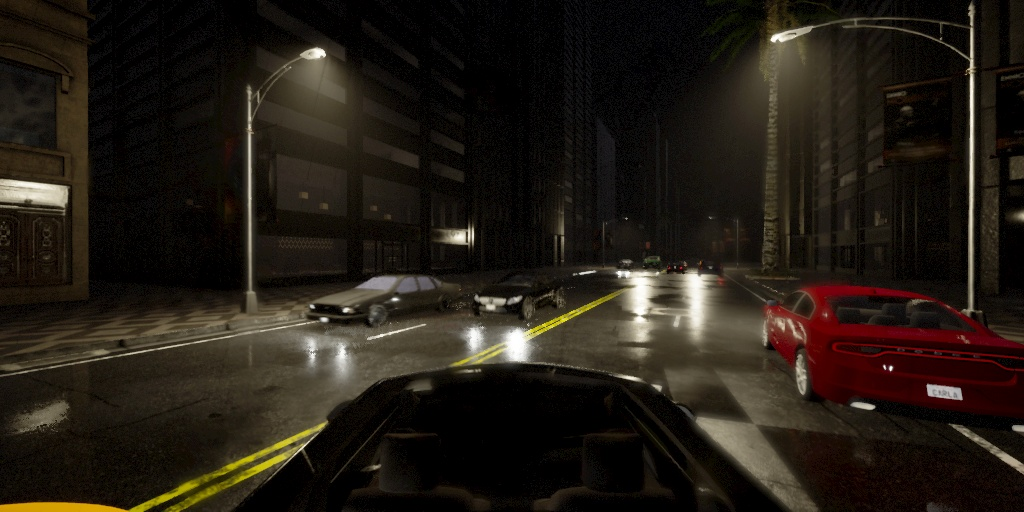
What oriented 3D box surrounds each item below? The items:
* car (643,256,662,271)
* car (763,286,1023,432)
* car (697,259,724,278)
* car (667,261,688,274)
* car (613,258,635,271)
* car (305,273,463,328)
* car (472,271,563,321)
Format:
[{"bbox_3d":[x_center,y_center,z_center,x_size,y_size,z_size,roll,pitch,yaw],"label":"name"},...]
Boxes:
[{"bbox_3d":[19.948,0.997,50.792,2.150,2.045,5.566,0,0,27],"label":"car"},{"bbox_3d":[5.513,1.228,5.834,1.882,1.535,5.008,0,0,27],"label":"car"},{"bbox_3d":[19.287,1.116,34.911,2.097,1.767,4.553,0,0,27],"label":"car"},{"bbox_3d":[18.647,1.315,40.733,2.033,1.411,5.357,0,0,27],"label":"car"},{"bbox_3d":[15.839,1.265,49.911,2.128,1.511,4.902,0,0,27],"label":"car"},{"bbox_3d":[-3.753,1.297,11.839,2.033,1.411,5.357,0,0,27],"label":"car"},{"bbox_3d":[0.419,1.276,12.844,1.812,1.442,4.674,0,0,27],"label":"car"}]
